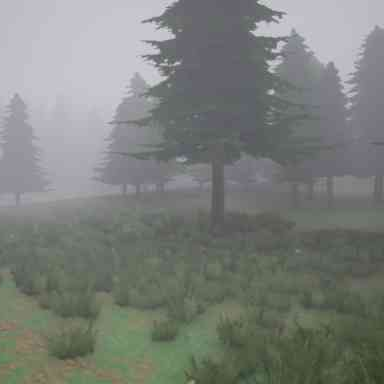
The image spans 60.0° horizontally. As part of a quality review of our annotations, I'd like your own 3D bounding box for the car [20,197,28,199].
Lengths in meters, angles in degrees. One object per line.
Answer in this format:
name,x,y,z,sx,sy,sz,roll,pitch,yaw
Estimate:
car,-23.760,1.478,46.326,1.895,1.301,4.718,0,5,43
